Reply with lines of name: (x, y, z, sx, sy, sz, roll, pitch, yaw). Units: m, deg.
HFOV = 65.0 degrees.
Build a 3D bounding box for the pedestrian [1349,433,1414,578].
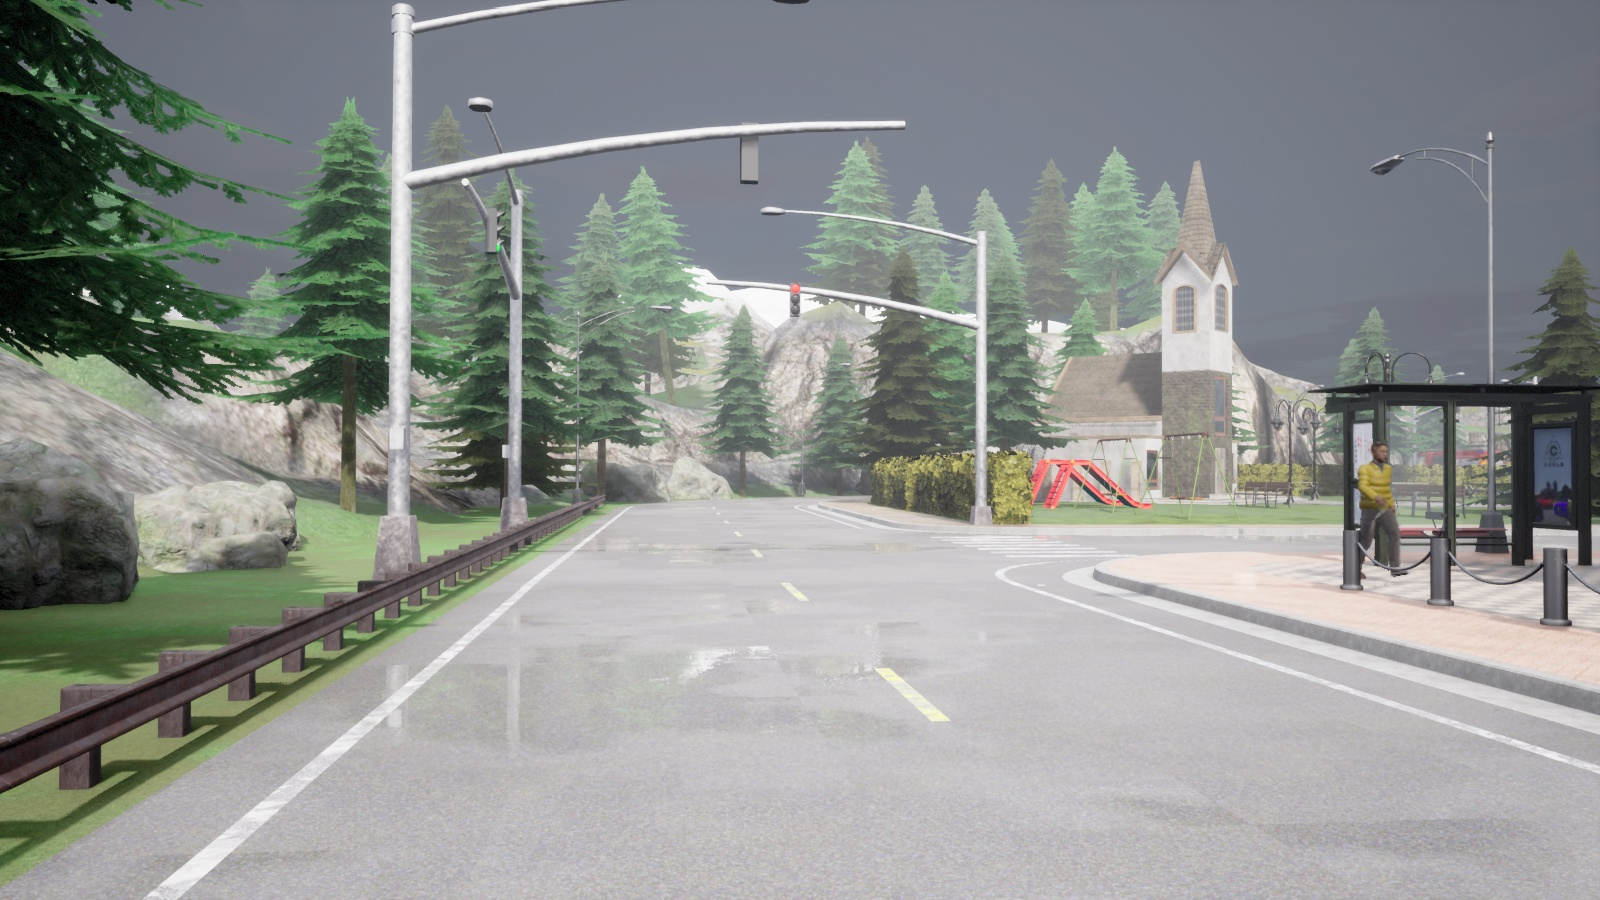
pedestrian: (7.521, 0.709, 16.265, 0.431, 1.840, 0.709, 0, -1, -8)
